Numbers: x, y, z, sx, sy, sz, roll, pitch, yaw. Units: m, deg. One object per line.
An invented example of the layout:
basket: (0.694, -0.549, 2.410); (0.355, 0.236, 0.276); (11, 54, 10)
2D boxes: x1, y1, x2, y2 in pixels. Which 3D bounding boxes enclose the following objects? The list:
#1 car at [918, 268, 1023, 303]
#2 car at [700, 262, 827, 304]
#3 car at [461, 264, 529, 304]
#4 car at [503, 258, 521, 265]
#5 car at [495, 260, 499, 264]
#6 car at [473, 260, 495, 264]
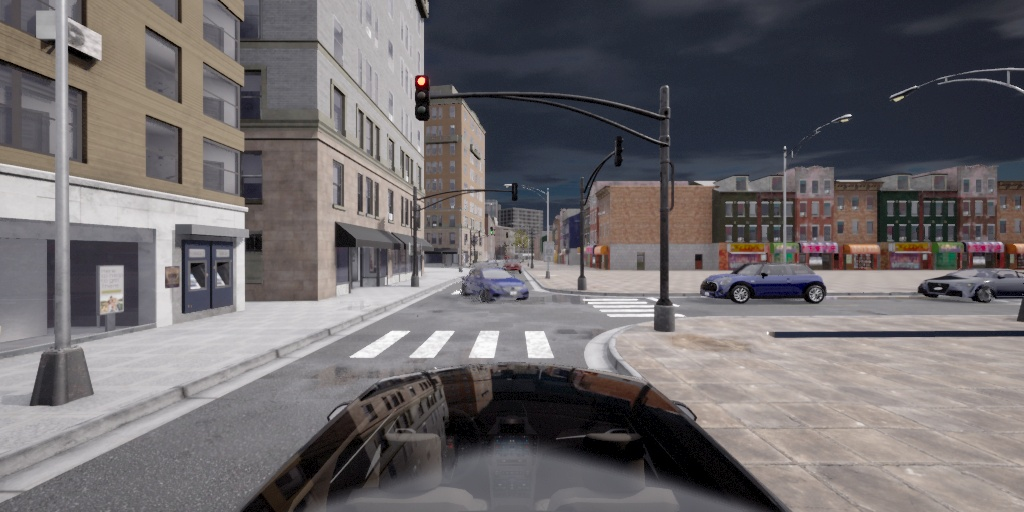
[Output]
car: (20.543, 1.230, 15.628); (4.181, 1.385, 1.994); (0, 0, 0)
car: (10.743, 1.054, 15.597); (4.553, 1.767, 2.097); (0, 0, 1)
car: (-0.998, 1.275, 16.811); (1.812, 1.442, 4.674); (-1, 0, -27)
car: (0.044, 1.111, 43.508); (2.097, 1.767, 4.553); (0, 0, 0)
car: (-2.827, 1.257, 50.043); (2.128, 1.511, 4.902); (0, 0, 0)
car: (-2.883, 1.262, 33.138); (1.837, 1.490, 4.892); (0, 0, 0)
